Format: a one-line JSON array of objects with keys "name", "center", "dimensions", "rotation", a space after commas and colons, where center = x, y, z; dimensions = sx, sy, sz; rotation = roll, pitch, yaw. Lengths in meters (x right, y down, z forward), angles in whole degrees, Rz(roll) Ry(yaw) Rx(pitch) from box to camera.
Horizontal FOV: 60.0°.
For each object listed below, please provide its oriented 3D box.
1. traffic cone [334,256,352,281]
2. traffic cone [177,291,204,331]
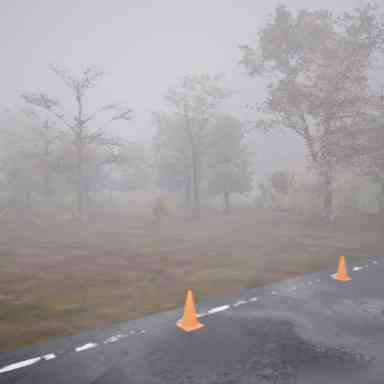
[{"name": "traffic cone", "center": [3.887, 1.946, 8.589], "dimensions": [0.340, 0.580, 0.340], "rotation": [0, 0, -38]}, {"name": "traffic cone", "center": [-0.029, 1.957, 5.594], "dimensions": [0.340, 0.580, 0.340], "rotation": [0, 0, -37]}]
